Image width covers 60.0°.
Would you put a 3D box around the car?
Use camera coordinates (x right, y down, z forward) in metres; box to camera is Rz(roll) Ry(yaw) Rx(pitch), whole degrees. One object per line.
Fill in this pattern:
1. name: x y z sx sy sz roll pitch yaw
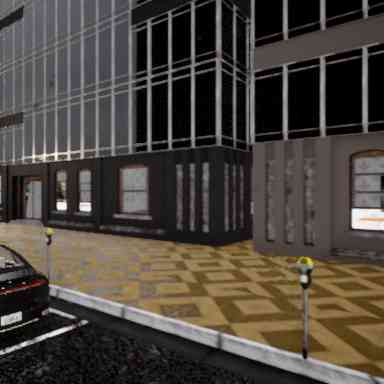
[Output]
1. car: -4.309 1.547 5.949 4.403 1.369 2.008 0 0 36
